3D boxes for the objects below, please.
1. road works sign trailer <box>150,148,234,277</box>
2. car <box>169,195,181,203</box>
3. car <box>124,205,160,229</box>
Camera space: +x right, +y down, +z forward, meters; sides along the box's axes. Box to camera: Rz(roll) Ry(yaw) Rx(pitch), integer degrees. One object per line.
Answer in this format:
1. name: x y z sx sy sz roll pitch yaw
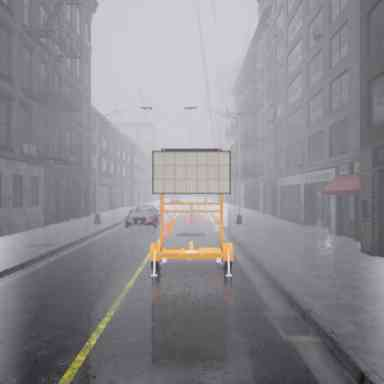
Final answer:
1. road works sign trailer: -0.012 0.467 10.273 2.380 3.560 2.880 0 0 0
2. car: -3.132 1.452 63.616 2.097 1.767 4.553 0 0 0
3. car: -3.129 1.576 21.804 1.994 1.385 4.181 0 0 0
